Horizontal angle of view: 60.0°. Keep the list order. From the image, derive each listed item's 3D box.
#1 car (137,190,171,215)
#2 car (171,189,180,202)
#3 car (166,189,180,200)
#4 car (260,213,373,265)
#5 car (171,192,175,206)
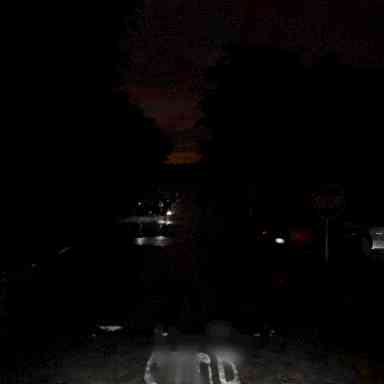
[{"bbox_3d":[-3.137,0.897,27.160,2.097,1.767,4.553,1,1,0],"label":"car"},{"bbox_3d":[-3.192,0.691,46.399,2.128,1.511,4.902,0,1,0],"label":"car"},{"bbox_3d":[-3.177,0.348,56.387,2.097,1.767,4.553,0,1,0],"label":"car"},{"bbox_3d":[4.224,1.388,11.125,4.181,1.385,1.994,-1,1,-37],"label":"car"},{"bbox_3d":[-3.173,0.994,36.241,1.895,1.301,4.718,0,1,0],"label":"car"}]
